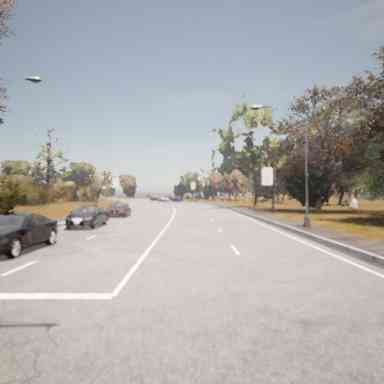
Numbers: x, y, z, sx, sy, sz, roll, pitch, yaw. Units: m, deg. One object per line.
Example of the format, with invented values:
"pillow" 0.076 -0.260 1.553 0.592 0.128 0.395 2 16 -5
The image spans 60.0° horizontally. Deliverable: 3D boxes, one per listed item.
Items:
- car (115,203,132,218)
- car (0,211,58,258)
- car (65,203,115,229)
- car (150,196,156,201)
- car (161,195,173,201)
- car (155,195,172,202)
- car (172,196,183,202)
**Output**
"car" -7.230 1.766 33.018 1.994 1.385 4.181 0 0 0
"car" -7.109 1.577 13.354 1.882 1.535 5.008 0 0 0
"car" -7.133 1.652 22.998 2.128 1.511 4.902 0 0 0
"car" -10.405 1.718 93.064 1.895 1.301 4.718 0 0 -22
"car" -7.157 1.605 94.374 1.882 1.535 5.008 0 0 -22
"car" -7.105 1.835 83.348 1.895 1.301 4.718 0 0 -18
"car" -3.828 1.723 84.587 1.882 1.535 5.008 0 0 -18
